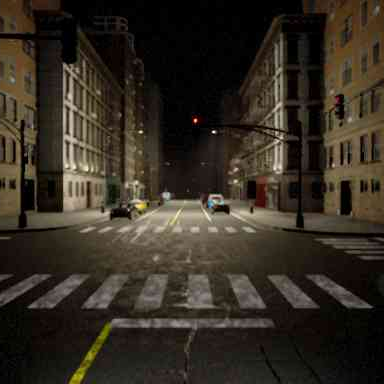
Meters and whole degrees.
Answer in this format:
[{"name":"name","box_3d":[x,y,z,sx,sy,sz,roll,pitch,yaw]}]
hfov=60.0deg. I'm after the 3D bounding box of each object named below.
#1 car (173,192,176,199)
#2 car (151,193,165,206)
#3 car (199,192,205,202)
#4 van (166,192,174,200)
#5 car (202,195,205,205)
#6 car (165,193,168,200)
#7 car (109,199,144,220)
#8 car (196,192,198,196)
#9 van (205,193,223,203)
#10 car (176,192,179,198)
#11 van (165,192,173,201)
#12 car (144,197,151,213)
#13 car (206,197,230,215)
[{"name":"car","box_3d":[-5.414,1.004,75.234,2.192,1.841,5.009,0,0,0]},{"name":"car","box_3d":[-5.396,1.240,48.205,1.967,1.590,4.097,0,0,0]},{"name":"car","box_3d":[2.660,1.092,53.609,2.192,1.841,5.009,0,0,0]},{"name":"van","box_3d":[-5.418,1.008,80.641,1.690,1.788,3.998,0,0,0]},{"name":"car","box_3d":[2.654,1.404,42.798,1.802,1.307,4.206,0,0,0]},{"name":"car","box_3d":[-5.400,1.303,53.441,1.752,1.417,4.829,0,0,0]},{"name":"car","box_3d":[-5.382,1.440,26.580,2.008,1.369,4.403,0,0,0]},{"name":"car","box_3d":[2.677,1.189,86.047,1.887,1.381,4.507,0,0,0]},{"name":"van","box_3d":[2.652,1.185,37.391,1.690,1.788,3.998,0,0,0]},{"name":"car","box_3d":[-5.425,1.173,91.454,2.008,1.369,4.403,0,0,0]},{"name":"van","box_3d":[-5.411,1.052,69.828,1.690,1.788,3.998,0,0,0]},{"name":"car","box_3d":[-5.386,1.393,31.816,1.752,1.417,4.829,0,0,0]},{"name":"car","box_3d":[2.649,1.417,31.985,2.008,1.369,4.403,0,0,0]}]
